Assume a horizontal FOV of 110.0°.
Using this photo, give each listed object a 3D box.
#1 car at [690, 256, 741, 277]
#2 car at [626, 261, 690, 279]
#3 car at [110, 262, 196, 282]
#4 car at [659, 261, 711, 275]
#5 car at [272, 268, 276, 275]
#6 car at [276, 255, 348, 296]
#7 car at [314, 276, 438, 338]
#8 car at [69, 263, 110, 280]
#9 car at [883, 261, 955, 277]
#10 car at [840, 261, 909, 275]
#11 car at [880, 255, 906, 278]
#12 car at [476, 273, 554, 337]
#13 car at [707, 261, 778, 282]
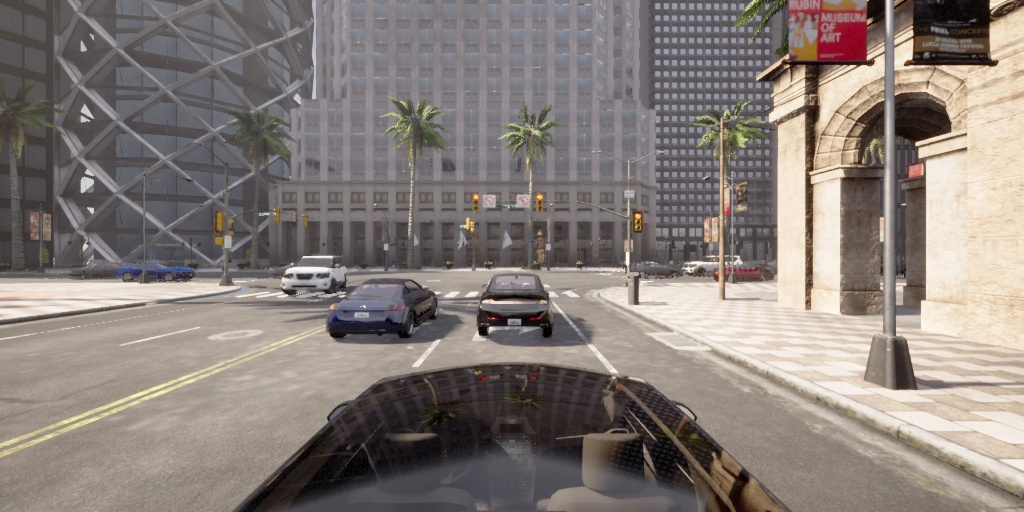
[{"bbox_3d":[19.991,0.972,35.747,5.566,2.045,2.150,0,0,0],"label":"car"},{"bbox_3d":[12.736,1.241,32.071,4.902,1.511,2.128,0,0,0],"label":"car"},{"bbox_3d":[-28.108,1.228,28.472,5.008,1.535,1.882,0,0,-2],"label":"car"},{"bbox_3d":[18.872,1.255,39.250,4.892,1.490,1.837,0,0,0],"label":"car"},{"bbox_3d":[-18.401,1.297,32.153,5.357,1.411,2.033,0,0,0],"label":"car"},{"bbox_3d":[-10.721,0.971,20.011,2.150,2.045,5.566,1,0,-14],"label":"car"},{"bbox_3d":[-3.415,1.314,10.183,1.994,1.385,4.181,0,0,0],"label":"car"},{"bbox_3d":[-35.002,1.297,31.500,5.357,1.411,2.033,0,0,-11],"label":"car"},{"bbox_3d":[40.427,1.227,35.655,5.008,1.535,1.882,0,0,0],"label":"car"},{"bbox_3d":[39.484,1.297,39.156,5.357,1.411,2.033,0,0,1],"label":"car"},{"bbox_3d":[36.013,0.971,31.986,5.566,2.045,2.150,0,0,0],"label":"car"},{"bbox_3d":[0.121,1.242,10.313,2.128,1.511,4.902,0,0,2],"label":"car"},{"bbox_3d":[18.347,1.313,28.552,4.181,1.385,1.994,0,0,0],"label":"car"}]
